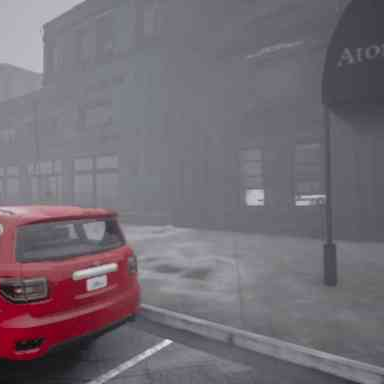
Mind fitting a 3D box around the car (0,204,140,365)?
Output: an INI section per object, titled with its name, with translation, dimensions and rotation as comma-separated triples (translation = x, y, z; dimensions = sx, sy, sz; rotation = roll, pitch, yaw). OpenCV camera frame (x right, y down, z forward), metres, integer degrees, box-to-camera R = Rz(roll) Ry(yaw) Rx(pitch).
[car]
translation = -3.370, 1.237, 5.725
dimensions = 5.566, 2.045, 2.435
rotation = 0, 0, 36
